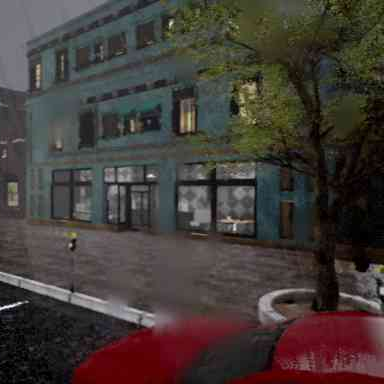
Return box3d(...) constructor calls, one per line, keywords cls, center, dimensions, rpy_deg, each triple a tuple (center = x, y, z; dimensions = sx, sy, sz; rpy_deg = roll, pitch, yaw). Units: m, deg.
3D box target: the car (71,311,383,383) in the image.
box3d(cls="car", center=(1.026, 1.546, 2.131), dimensions=(4.507, 1.381, 1.887), rpy_deg=(0, 1, 35))
